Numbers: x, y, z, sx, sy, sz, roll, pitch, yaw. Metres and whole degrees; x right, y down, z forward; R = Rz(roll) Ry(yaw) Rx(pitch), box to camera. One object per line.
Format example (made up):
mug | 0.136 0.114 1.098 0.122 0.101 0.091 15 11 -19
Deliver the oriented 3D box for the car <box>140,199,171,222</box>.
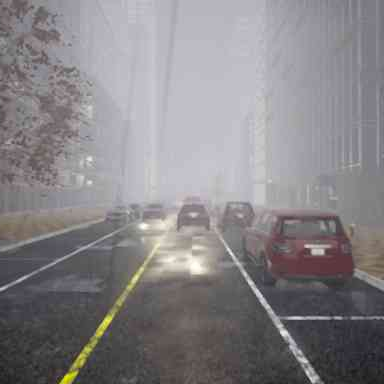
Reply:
car | -3.122 1.670 28.839 1.882 1.535 5.008 0 0 0

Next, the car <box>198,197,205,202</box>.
car | 2.617 2.164 94.865 1.802 1.307 4.206 0 0 0

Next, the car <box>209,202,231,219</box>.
car | 2.667 1.741 32.424 1.752 1.417 4.829 0 0 0

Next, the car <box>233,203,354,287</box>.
car | 2.687 1.381 9.488 2.192 1.841 5.009 0 0 0

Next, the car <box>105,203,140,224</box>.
car | -5.709 1.729 26.568 2.008 1.369 4.403 0 0 0

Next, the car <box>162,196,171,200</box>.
car | -5.741 1.965 66.413 1.887 1.381 4.507 0 0 0

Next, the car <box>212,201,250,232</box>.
car | 2.678 1.456 20.872 2.192 1.841 5.009 0 0 0

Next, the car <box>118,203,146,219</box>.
car | -5.713 1.780 32.260 1.947 1.339 4.313 0 0 0

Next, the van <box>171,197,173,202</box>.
van | -5.745 1.795 72.106 1.690 1.788 3.998 0 0 0

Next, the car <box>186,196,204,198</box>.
car | 0.063 1.487 40.578 2.150 2.045 5.566 0 0 0

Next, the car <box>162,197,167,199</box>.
car | -5.732 1.904 55.028 2.008 1.369 4.403 0 0 0

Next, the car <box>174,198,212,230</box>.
car | 0.082 1.502 22.454 2.097 1.767 4.553 0 -1 0

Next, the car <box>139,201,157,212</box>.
car | -5.722 1.866 43.643 1.802 1.307 4.206 0 0 0

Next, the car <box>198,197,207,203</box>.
car | 2.627 1.959 83.482 1.967 1.590 4.097 0 0 0
